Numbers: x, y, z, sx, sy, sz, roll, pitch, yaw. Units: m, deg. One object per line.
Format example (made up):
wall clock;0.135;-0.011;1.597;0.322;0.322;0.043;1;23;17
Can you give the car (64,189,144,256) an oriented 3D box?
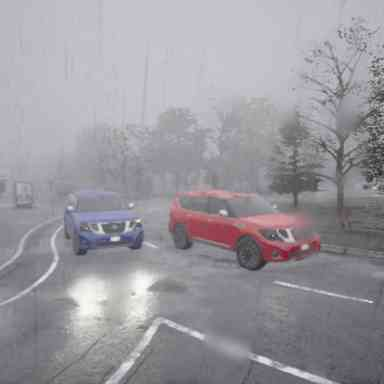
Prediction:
car;-3.618;0.972;12.856;2.150;2.045;5.566;-2;4;-26

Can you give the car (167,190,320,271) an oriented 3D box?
car;1.317;1.002;10.884;2.150;2.045;5.566;-3;3;-36
